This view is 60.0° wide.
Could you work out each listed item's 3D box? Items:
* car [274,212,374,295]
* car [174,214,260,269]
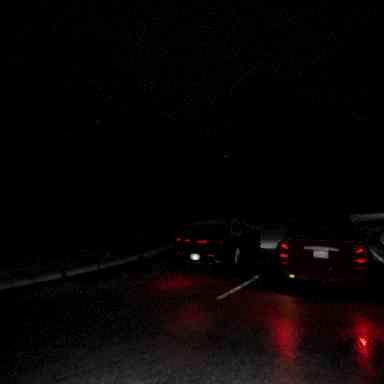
[{"bbox_3d":[3.626,1.363,9.159,2.097,1.767,4.553,0,0,23],"label":"car"},{"bbox_3d":[1.047,1.528,11.413,1.837,1.490,4.892,0,0,24],"label":"car"}]
